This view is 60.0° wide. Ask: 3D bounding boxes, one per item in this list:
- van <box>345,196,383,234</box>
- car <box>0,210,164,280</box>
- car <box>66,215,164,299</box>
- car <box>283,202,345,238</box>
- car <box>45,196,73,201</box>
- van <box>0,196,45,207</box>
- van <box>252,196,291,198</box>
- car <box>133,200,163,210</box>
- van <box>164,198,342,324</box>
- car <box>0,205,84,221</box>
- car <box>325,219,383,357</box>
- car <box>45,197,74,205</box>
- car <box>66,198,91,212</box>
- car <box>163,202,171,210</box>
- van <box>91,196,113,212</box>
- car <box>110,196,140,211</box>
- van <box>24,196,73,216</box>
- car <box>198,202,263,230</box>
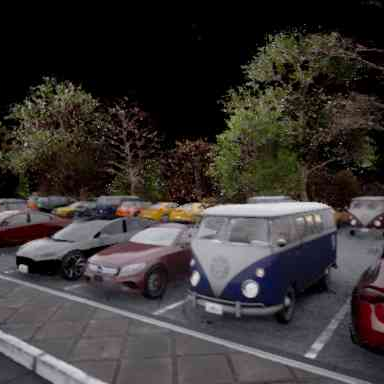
[{"bbox_3d":[9.421,1.221,17.465,1.878,1.987,4.442,0,0,36],"label":"van"},{"bbox_3d":[-2.820,1.512,10.280,2.163,1.488,4.792,0,0,36],"label":"car"},{"bbox_3d":[-0.549,1.506,8.680,2.002,1.452,4.674,0,0,36],"label":"car"},{"bbox_3d":[7.139,1.461,19.031,1.946,1.575,5.366,0,0,36],"label":"car"},{"bbox_3d":[-12.946,1.375,33.803,2.435,2.045,5.566,-1,-1,36],"label":"car"},{"bbox_3d":[-9.485,1.309,15.276,1.878,1.987,4.442,0,0,36],"label":"van"},{"bbox_3d":[5.068,1.255,20.899,1.878,1.987,4.442,0,0,36],"label":"van"},{"bbox_3d":[-1.841,1.534,25.740,2.097,1.535,5.008,0,0,36],"label":"car"},{"bbox_3d":[1.630,1.223,6.958,1.878,1.987,4.442,0,0,36],"label":"van"},{"bbox_3d":[-7.299,1.517,13.559,2.097,1.535,5.008,0,0,36],"label":"car"},{"bbox_3d":[3.972,1.461,5.446,2.163,1.488,4.792,0,0,36],"label":"car"},{"bbox_3d":[-10.824,1.601,32.008,1.946,1.575,5.366,-1,0,36],"label":"car"},{"bbox_3d":[-8.477,1.586,30.532,2.231,1.521,4.892,0,0,36],"label":"car"},{"bbox_3d":[0.506,1.516,24.044,2.097,1.535,5.008,0,0,36],"label":"car"},{"bbox_3d":[-6.160,1.342,29.010,1.878,1.987,4.442,0,0,36],"label":"van"},{"bbox_3d":[-4.001,1.425,27.268,2.185,1.767,4.553,0,0,36],"label":"car"},{"bbox_3d":[-15.237,1.436,35.570,1.878,1.987,4.442,-1,-1,36],"label":"van"},{"bbox_3d":[2.751,1.500,22.421,2.231,1.521,4.892,0,0,36],"label":"car"}]
